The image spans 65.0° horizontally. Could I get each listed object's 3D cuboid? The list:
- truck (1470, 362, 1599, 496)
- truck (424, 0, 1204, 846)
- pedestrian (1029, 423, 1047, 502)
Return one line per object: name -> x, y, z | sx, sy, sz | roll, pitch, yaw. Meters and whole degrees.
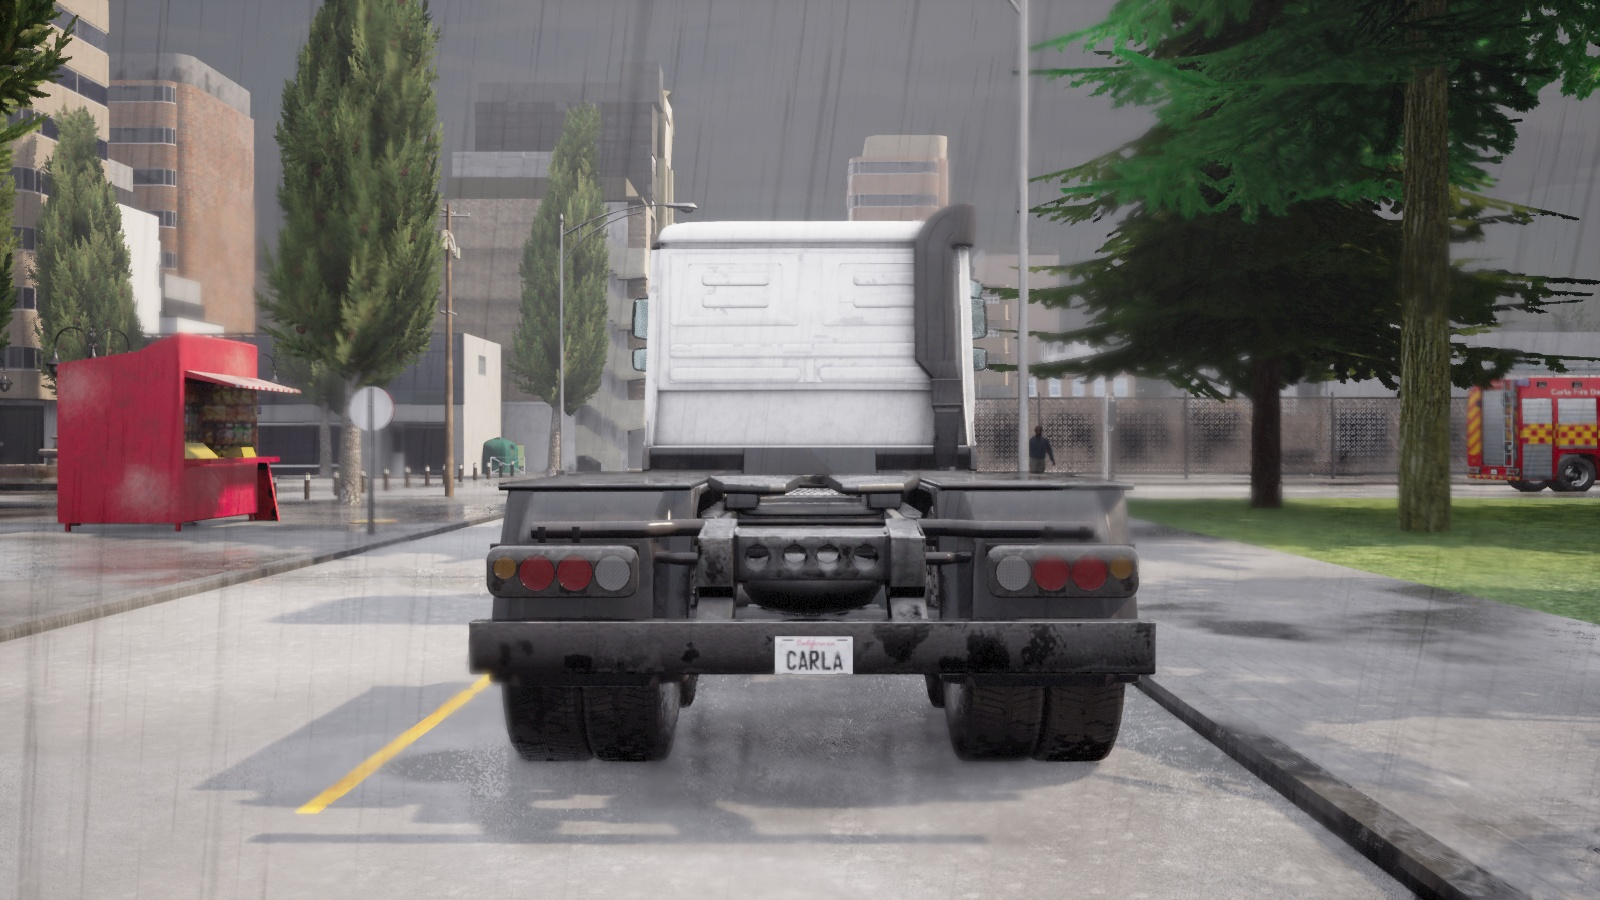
truck -> 24.945, -0.609, 37.322 | 8.468, 3.827, 2.891 | 0, 0, 0
truck -> 0.072, -0.284, 8.629 | 2.891, 3.462, 7.936 | 0, 0, 0
pedestrian -> 5.640, 0.293, 29.734 | 0.370, 1.835, 0.726 | 0, 0, 7
